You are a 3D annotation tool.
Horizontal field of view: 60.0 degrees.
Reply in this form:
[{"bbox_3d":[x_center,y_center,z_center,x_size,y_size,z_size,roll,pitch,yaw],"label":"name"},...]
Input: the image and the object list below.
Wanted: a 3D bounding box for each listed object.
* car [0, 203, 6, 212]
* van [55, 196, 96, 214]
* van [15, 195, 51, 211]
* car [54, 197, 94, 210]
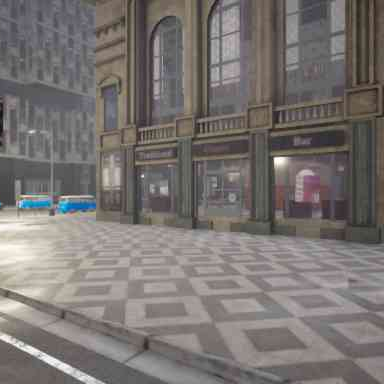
[{"bbox_3d":[-21.822,1.513,34.529,2.008,1.369,4.403,0,0,36],"label":"car"},{"bbox_3d":[-11.619,1.282,34.134,1.690,1.788,3.998,0,0,36],"label":"van"},{"bbox_3d":[-18.550,1.292,39.097,1.690,1.788,3.998,0,0,36],"label":"van"},{"bbox_3d":[-15.378,1.466,43.526,1.752,1.417,4.829,0,0,36],"label":"car"}]
